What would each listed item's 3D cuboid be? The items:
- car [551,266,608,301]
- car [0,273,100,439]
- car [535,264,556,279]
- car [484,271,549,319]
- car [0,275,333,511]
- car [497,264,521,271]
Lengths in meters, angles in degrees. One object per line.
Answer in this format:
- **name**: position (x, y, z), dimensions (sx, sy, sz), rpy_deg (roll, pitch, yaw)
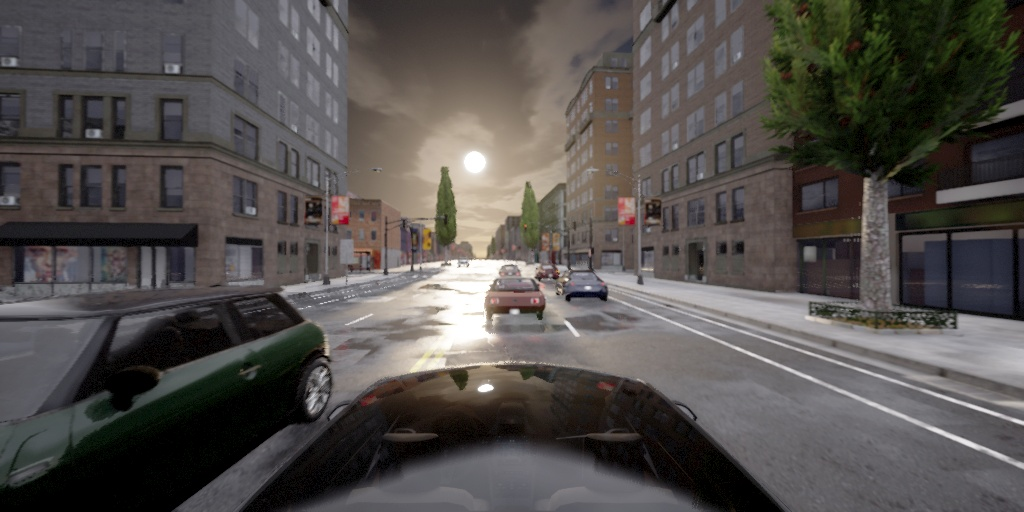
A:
- **car**: position (3.287, 1.360, 17.603), dimensions (1.994, 1.385, 4.181), rpy_deg (0, 0, -1)
- **car**: position (-6.636, 1.100, 2.568), dimensions (2.097, 1.767, 4.553), rpy_deg (0, 0, 1)
- **car**: position (2.998, 1.364, 30.459), dimensions (1.812, 1.442, 4.674), rpy_deg (0, 0, -1)
- **car**: position (0.079, 1.381, 12.932), dimensions (1.895, 1.301, 4.718), rpy_deg (0, 0, 0)
- **car**: position (-3.382, 1.103, 2.730), dimensions (2.097, 1.767, 4.553), rpy_deg (0, 0, 1)
- **car**: position (-0.208, 1.376, 28.735), dimensions (2.033, 1.411, 5.357), rpy_deg (0, 0, -2)
